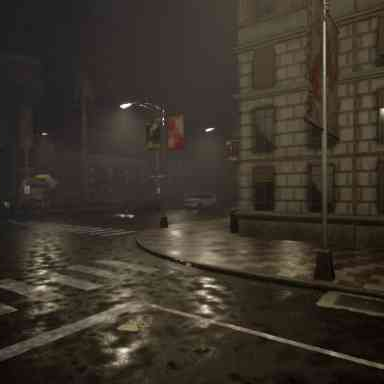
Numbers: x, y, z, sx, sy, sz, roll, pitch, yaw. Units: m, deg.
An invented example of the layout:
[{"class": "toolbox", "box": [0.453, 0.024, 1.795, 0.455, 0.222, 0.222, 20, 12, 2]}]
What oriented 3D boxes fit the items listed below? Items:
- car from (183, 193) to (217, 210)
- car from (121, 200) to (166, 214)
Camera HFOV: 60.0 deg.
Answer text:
[{"class": "car", "box": [1.174, 1.221, 44.069, 2.150, 2.045, 5.566, 0, 0, 37]}, {"class": "car", "box": [-5.061, 1.550, 35.666, 2.033, 1.411, 5.357, 0, 0, 36]}]
